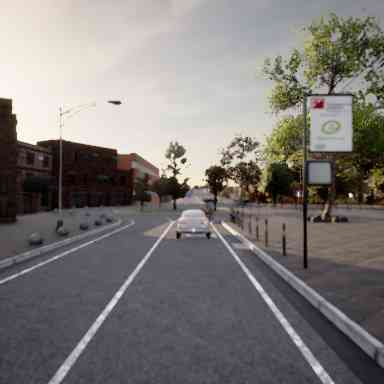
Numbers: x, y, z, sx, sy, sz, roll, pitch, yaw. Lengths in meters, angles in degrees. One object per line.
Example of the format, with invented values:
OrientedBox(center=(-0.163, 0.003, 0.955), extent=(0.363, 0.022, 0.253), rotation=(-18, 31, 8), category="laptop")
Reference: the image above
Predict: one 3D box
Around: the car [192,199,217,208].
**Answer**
OrientedBox(center=(0.953, 1.829, 32.498), extent=(2.097, 1.767, 4.553), rotation=(0, -1, 9), category="car")

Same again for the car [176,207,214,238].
OrientedBox(center=(0.068, 1.771, 19.292), extent=(1.812, 1.442, 4.674), rotation=(0, -1, 0), category="car")
